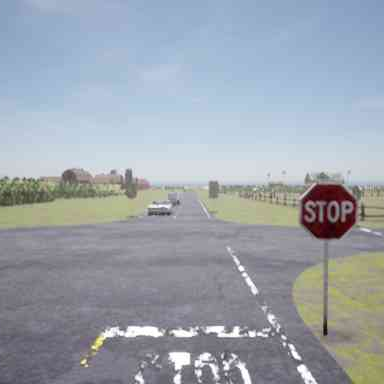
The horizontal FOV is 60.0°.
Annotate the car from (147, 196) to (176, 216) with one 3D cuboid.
[{"bbox_3d":[-2.722,1.337,28.941,1.895,1.301,4.718,0,1,0],"label":"car"}]

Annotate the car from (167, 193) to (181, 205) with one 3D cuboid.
[{"bbox_3d":[-2.705,0.893,46.484,2.097,1.767,4.553,0,0,0],"label":"car"}]
